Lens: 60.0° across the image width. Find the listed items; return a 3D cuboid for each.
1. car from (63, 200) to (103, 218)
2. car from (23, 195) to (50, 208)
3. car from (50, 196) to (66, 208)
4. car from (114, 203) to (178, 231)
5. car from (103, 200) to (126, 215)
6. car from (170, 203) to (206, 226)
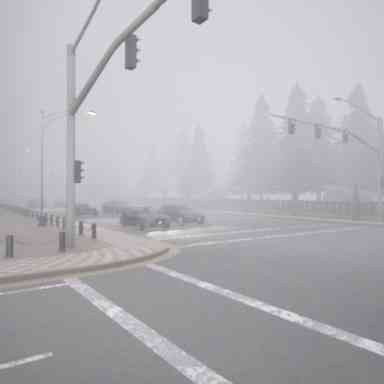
[{"bbox_3d":[-10.501,1.690,31.831,1.895,1.301,4.718,0,0,-36],"label":"car"},{"bbox_3d":[-23.168,1.583,49.561,2.128,1.511,4.902,0,0,-36],"label":"car"},{"bbox_3d":[-19.708,1.667,50.732,1.994,1.385,4.181,0,0,-35],"label":"car"},{"bbox_3d":[-3.072,1.653,21.523,1.994,1.385,4.181,0,0,-36],"label":"car"},{"bbox_3d":[-7.619,1.579,33.820,1.882,1.535,5.008,0,0,-36],"label":"car"},{"bbox_3d":[-0.922,1.607,24.529,1.837,1.490,4.892,0,0,-36],"label":"car"}]
